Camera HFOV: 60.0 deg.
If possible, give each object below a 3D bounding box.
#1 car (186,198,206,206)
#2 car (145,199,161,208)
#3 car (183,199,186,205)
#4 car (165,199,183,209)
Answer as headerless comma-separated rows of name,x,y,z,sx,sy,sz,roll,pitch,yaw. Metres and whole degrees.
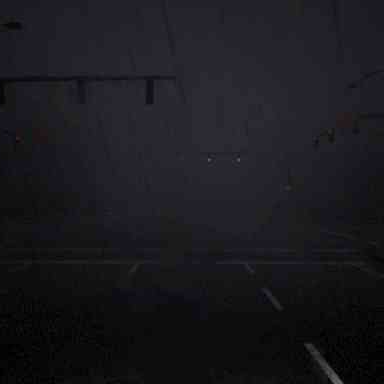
car,1.251,2.061,69.976,1.882,1.535,5.008,0,-1,25
car,-6.535,1.997,56.528,1.812,1.442,4.674,0,0,9
car,-1.760,2.138,71.778,2.033,1.411,5.357,0,-1,25
car,-3.173,1.963,55.049,1.837,1.490,4.892,0,0,7
